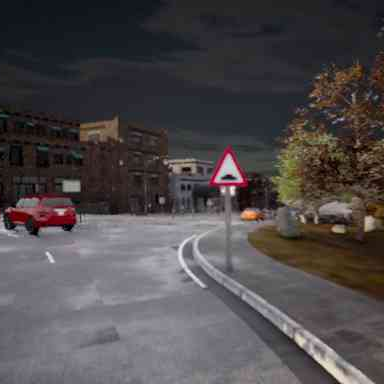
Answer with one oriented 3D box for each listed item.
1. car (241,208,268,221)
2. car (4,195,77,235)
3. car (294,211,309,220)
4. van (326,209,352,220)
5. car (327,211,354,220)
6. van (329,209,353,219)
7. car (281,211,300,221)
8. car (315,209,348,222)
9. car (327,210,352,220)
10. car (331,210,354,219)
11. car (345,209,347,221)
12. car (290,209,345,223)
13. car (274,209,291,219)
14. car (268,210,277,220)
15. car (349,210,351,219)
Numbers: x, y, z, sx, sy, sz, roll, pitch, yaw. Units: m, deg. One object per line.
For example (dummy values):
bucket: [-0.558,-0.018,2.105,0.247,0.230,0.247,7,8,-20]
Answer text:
car: [8.296,2.940,44.797,2.097,1.767,4.553,0,-4,28]
car: [-8.637,1.183,18.784,5.566,2.045,2.150,0,0,43]
car: [19.771,4.191,59.852,1.837,1.490,4.892,0,-3,28]
van: [28.157,4.302,63.640,4.442,1.987,1.878,0,-3,28]
car: [30.610,4.807,68.557,4.892,1.521,2.231,0,-3,28]
van: [31.800,4.714,71.056,4.442,1.987,1.878,0,-3,28]
car: [15.098,3.671,50.980,1.994,1.385,4.181,0,-4,28]
car: [21.613,3.644,51.532,4.553,1.767,2.185,0,-3,28]
car: [29.366,4.551,66.253,4.553,1.767,2.185,0,-3,28]
car: [33.209,4.938,73.417,4.553,1.767,2.185,0,-3,28]
car: [15.227,2.921,39.357,5.008,1.535,2.097,0,-4,28]
car: [13.945,2.744,36.925,4.892,1.521,2.231,0,-4,28]
car: [16.692,4.032,60.981,2.097,1.767,4.553,0,-3,28]
car: [12.084,3.598,52.229,2.128,1.511,4.902,0,-4,28]
car: [18.913,3.437,46.738,5.366,1.575,1.946,0,-4,28]
